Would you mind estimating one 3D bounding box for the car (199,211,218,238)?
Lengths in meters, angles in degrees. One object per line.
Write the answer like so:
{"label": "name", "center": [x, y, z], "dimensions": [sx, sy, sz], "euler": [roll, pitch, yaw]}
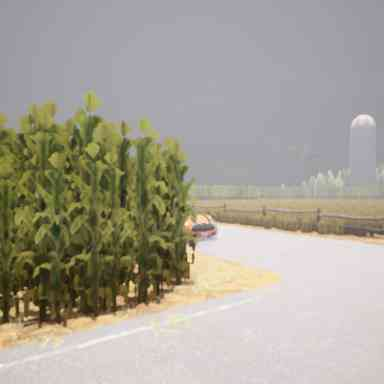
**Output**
{"label": "car", "center": [-0.720, 1.348, 16.911], "dimensions": [2.097, 1.767, 4.553], "euler": [0, 0, -35]}
